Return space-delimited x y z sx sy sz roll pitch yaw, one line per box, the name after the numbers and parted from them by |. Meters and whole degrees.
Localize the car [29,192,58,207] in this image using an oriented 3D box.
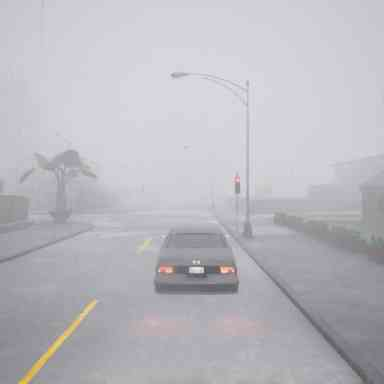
-19.743 0.985 43.945 1.905 1.878 3.866 0 0 35 | car

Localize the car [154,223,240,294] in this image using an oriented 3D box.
0.100 1.547 8.900 2.033 1.411 5.357 0 0 0 | car
